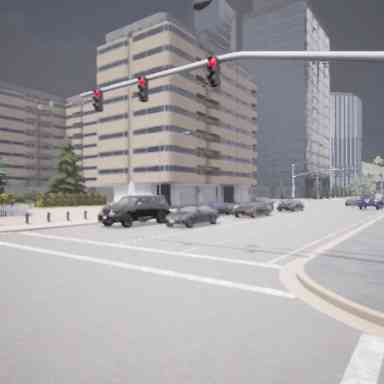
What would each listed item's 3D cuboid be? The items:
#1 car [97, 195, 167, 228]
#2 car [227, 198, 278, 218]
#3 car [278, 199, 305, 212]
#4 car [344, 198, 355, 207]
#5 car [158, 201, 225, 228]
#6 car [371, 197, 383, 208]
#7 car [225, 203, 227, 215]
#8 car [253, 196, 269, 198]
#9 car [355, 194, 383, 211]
[{"bbox_3d":[-3.864,1.255,23.045,2.150,2.045,5.566,0,0,35],"label":"car"},{"bbox_3d":[5.592,1.566,30.355,2.033,1.411,5.357,0,0,36],"label":"car"},{"bbox_3d":[11.589,1.562,38.829,2.033,1.411,5.357,0,0,35],"label":"car"},{"bbox_3d":[24.832,1.561,51.190,1.994,1.385,4.181,0,0,35],"label":"car"},{"bbox_3d":[0.072,1.549,22.513,1.812,1.442,4.674,0,0,35],"label":"car"},{"bbox_3d":[28.178,1.493,49.862,1.837,1.490,4.892,0,0,35],"label":"car"},{"bbox_3d":[2.049,1.575,31.415,2.033,1.411,5.357,0,0,35],"label":"car"},{"bbox_3d":[7.925,1.375,39.672,2.097,1.767,4.553,0,0,37],"label":"car"},{"bbox_3d":[22.487,1.215,41.814,2.150,2.045,5.566,0,0,36],"label":"car"}]
